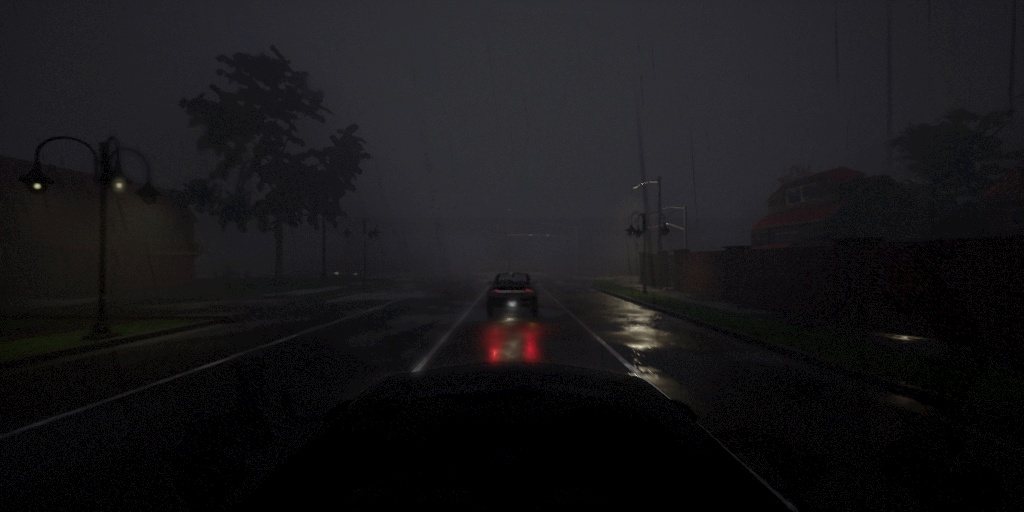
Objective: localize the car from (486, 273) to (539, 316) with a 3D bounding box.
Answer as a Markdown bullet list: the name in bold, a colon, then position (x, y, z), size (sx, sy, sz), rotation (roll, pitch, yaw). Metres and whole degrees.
- **car**: position (0.043, 1.415, 14.170), size (2.128, 1.511, 4.902), rotation (0, -1, 1)

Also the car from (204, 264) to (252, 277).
- **car**: position (-35.230, 1.872, 44.895), size (4.674, 1.442, 1.812), rotation (0, -1, 2)
